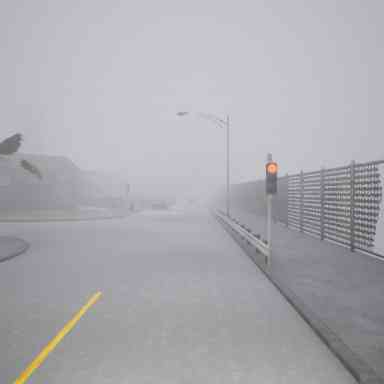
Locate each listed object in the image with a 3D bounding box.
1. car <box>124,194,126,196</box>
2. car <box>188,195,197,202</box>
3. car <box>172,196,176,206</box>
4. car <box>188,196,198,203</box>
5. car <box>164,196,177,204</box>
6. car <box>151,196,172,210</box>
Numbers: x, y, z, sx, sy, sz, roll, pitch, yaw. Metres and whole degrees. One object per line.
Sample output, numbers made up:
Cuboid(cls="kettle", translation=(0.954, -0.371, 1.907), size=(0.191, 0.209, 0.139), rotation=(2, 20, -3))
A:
Cuboid(cls="car", translation=(-17.204, 1.134, 78.223), size=(3.633, 1.501, 1.845), rotation=(0, 0, 0))
Cuboid(cls="car", translation=(0.074, 1.540, 78.624), size=(2.033, 1.411, 5.357), rotation=(0, 0, 0))
Cuboid(cls="car", translation=(-4.041, 1.505, 52.496), size=(1.837, 1.490, 4.892), rotation=(0, 0, 0))
Cuboid(cls="car", translation=(0.168, 1.547, 67.996), size=(2.033, 1.411, 5.357), rotation=(0, 0, -1))
Cuboid(cls="car", translation=(-3.999, 1.547, 62.952), size=(2.033, 1.411, 5.357), rotation=(0, 0, 0))
Cuboid(cls="car", translation=(-4.058, 1.478, 42.778), size=(1.882, 1.535, 5.008), rotation=(0, 0, 0))
